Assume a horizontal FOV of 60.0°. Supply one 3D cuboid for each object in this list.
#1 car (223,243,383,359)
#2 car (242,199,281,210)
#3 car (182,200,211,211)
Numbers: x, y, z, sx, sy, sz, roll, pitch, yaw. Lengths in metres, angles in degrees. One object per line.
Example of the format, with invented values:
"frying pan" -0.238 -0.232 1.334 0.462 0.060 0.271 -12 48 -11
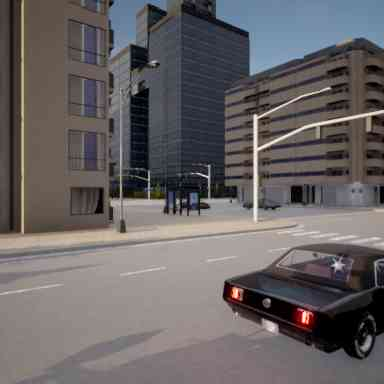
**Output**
"car" 2.892 1.600 5.985 4.718 1.301 1.895 0 0 -36
"car" 9.033 1.597 43.350 2.033 1.411 5.357 0 0 -38
"car" 0.536 1.614 42.598 1.994 1.385 4.181 0 0 -38
